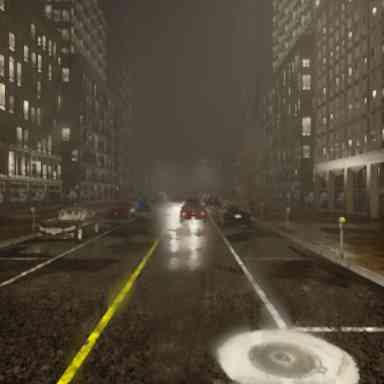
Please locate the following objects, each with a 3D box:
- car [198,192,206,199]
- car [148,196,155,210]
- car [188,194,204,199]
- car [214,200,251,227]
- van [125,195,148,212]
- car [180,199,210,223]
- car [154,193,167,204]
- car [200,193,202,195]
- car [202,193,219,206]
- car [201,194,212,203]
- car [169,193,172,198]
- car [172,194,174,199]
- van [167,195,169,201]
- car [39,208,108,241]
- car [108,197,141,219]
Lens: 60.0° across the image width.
[{"bbox_3d":[2.701,0.912,89.819,1.967,1.590,4.097,0,0,0],"label":"car"},{"bbox_3d":[-5.684,1.365,38.608,1.802,1.307,4.206,0,0,0],"label":"car"},{"bbox_3d":[0.104,1.332,41.125,1.994,1.385,4.181,0,0,0],"label":"car"},{"bbox_3d":[2.695,1.447,21.518,1.947,1.339,4.313,0,0,0],"label":"car"},{"bbox_3d":[-5.684,1.157,32.915,1.690,1.788,3.998,0,0,0],"label":"van"},{"bbox_3d":[0.102,1.466,24.340,1.895,1.301,4.718,0,0,0],"label":"car"},{"bbox_3d":[-5.683,1.122,55.682,1.967,1.590,4.097,0,0,0],"label":"car"},{"bbox_3d":[2.697,1.264,55.669,1.802,1.307,4.206,0,0,0],"label":"car"},{"bbox_3d":[2.697,1.190,44.284,1.967,1.590,4.097,0,0,0],"label":"car"},{"bbox_3d":[2.698,1.171,61.530,1.752,1.417,4.829,0,0,0],"label":"car"},{"bbox_3d":[-5.682,1.178,67.068,1.947,1.339,4.313,0,0,0],"label":"car"},{"bbox_3d":[-5.680,0.998,89.665,1.752,1.417,4.829,0,0,0],"label":"car"},{"bbox_3d":[-5.681,0.988,61.375,1.690,1.788,3.998,0,0,0],"label":"van"},{"bbox_3d":[-5.686,1.463,15.839,2.008,1.369,4.403,0,0,0],"label":"car"},{"bbox_3d":[-5.685,1.393,27.223,1.887,1.381,4.507,0,0,0],"label":"car"}]
